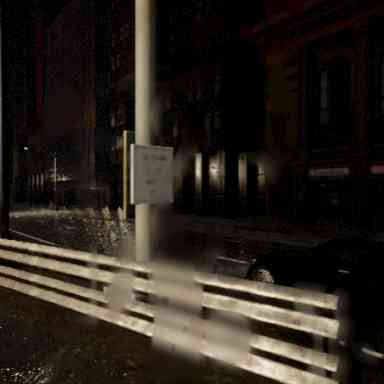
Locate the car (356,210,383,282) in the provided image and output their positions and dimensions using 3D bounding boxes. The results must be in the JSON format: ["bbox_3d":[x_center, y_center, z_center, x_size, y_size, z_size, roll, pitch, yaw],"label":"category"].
[{"bbox_3d":[6.841,1.464,8.224,2.097,1.767,4.553,0,0,-41],"label":"car"}]

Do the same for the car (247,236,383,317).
[{"bbox_3d":[3.309,1.655,6.975,1.812,1.442,4.674,0,0,-41],"label":"car"}]
